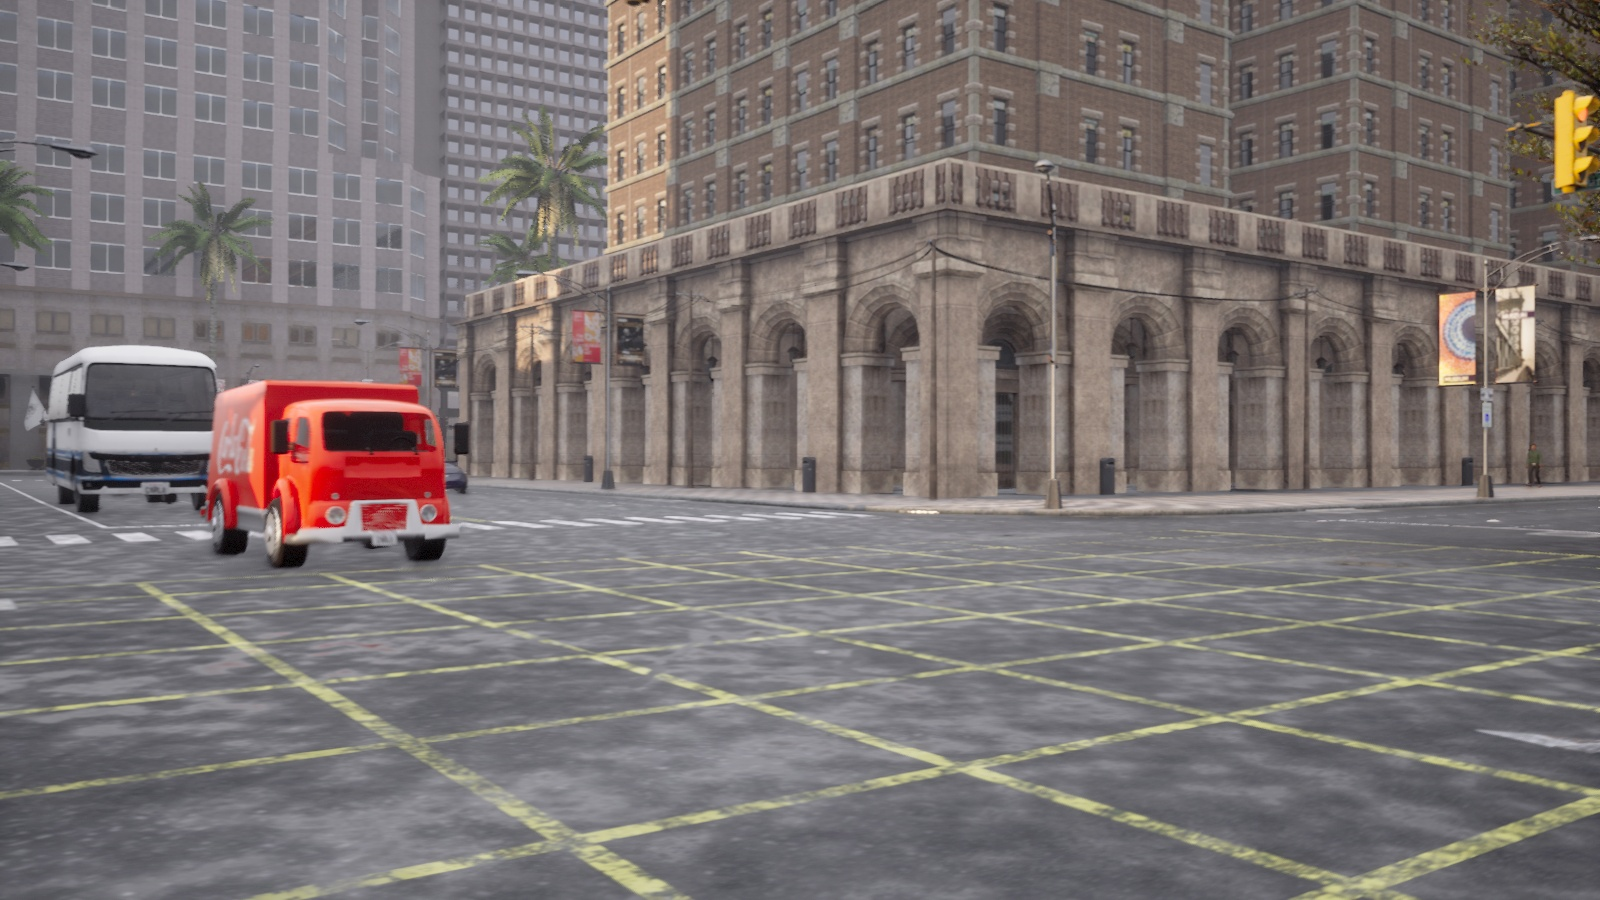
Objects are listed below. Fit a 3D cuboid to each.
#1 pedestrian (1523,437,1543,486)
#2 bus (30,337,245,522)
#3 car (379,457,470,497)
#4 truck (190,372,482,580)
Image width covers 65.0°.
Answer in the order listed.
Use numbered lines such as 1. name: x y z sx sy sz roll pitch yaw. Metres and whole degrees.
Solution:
1. pedestrian: 29.479 0.467 50.494 0.788 1.949 0.423 0 0 -35
2. bus: -18.262 -0.509 34.114 3.944 4.253 10.273 0 0 -35
3. car: -13.832 0.952 46.094 1.994 1.385 4.181 0 0 -35
4. truck: -6.726 0.317 17.764 2.627 2.467 5.204 0 0 -35
